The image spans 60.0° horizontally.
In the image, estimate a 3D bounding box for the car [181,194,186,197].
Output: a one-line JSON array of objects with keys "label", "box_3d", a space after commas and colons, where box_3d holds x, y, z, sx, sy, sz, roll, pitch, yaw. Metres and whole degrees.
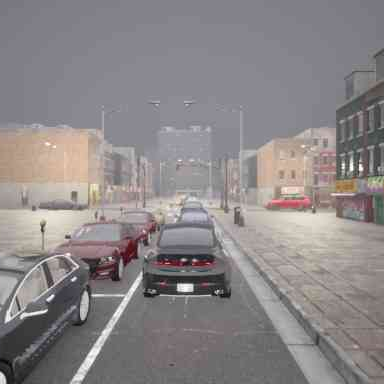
[{"label": "car", "box_3d": [-2.568, 1.421, 58.260, 2.192, 1.841, 5.009, 0, 0, 0]}]

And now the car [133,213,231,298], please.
[{"label": "car", "box_3d": [-0.067, 1.509, 8.524, 1.837, 1.490, 4.892, 0, 0, 1]}]

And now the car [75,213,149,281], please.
[{"label": "car", "box_3d": [-2.622, 1.550, 9.870, 1.887, 1.381, 4.507, 0, 0, 0]}]

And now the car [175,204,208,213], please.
[{"label": "car", "box_3d": [0.111, 1.537, 15.967, 1.812, 1.442, 4.674, 0, 0, 0]}]

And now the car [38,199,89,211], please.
[{"label": "car", "box_3d": [-14.610, 1.494, 37.993, 5.357, 1.411, 2.033, 0, 0, 2]}]

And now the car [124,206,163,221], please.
[{"label": "car", "box_3d": [-2.616, 1.556, 15.365, 1.887, 1.381, 4.507, 0, 0, 0]}]

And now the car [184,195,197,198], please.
[{"label": "car", "box_3d": [0.096, 1.628, 57.161, 1.812, 1.442, 4.674, 0, 0, 1]}]

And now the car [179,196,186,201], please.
[{"label": "car", "box_3d": [-2.533, 1.772, 90.924, 1.887, 1.381, 4.507, 0, 0, 0]}]

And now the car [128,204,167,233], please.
[{"label": "car", "box_3d": [-2.610, 1.543, 20.689, 1.752, 1.417, 4.829, 0, 0, 0]}]

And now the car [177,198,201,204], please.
[{"label": "car", "box_3d": [0.052, 1.505, 26.236, 1.882, 1.535, 5.008, 0, 0, 0]}]

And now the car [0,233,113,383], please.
[{"label": "car", "box_3d": [-2.628, 1.553, 4.377, 2.008, 1.369, 4.403, 0, 0, 0]}]

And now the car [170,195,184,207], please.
[{"label": "car", "box_3d": [-2.575, 1.615, 52.647, 1.752, 1.417, 4.829, 0, 0, 0]}]

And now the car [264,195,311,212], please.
[{"label": "car", "box_3d": [11.780, 1.427, 41.016, 5.566, 2.045, 2.150, 1, 0, 0]}]

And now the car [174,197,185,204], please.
[{"label": "car", "box_3d": [-2.558, 1.694, 69.148, 2.008, 1.369, 4.403, 0, 0, 0]}]

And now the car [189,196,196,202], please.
[{"label": "car", "box_3d": [0.094, 1.698, 83.323, 1.837, 1.490, 4.892, 0, 0, 0]}]
